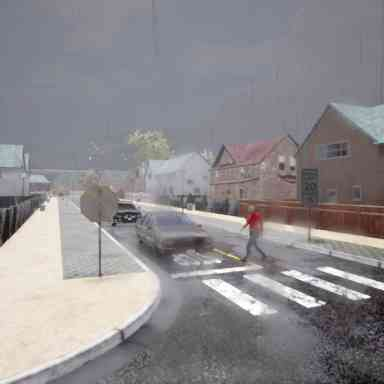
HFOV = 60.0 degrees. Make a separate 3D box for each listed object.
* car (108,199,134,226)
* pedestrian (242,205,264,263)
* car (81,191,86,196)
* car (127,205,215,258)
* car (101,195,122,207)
[{"bbox_3d":[-4.630,1.358,22.144,1.837,1.490,4.892,0,0,-22],"label":"car"},{"bbox_3d":[1.884,1.242,10.272,0.375,1.860,0.375,1,0,-22],"label":"pedestrian"},{"bbox_3d":[-13.261,0.902,43.567,2.150,2.045,5.566,0,0,-22],"label":"car"},{"bbox_3d":[-0.948,1.472,12.969,2.033,1.411,5.357,0,0,-20],"label":"car"},{"bbox_3d":[-11.368,1.207,46.545,2.033,1.411,5.357,0,0,-22],"label":"car"}]
